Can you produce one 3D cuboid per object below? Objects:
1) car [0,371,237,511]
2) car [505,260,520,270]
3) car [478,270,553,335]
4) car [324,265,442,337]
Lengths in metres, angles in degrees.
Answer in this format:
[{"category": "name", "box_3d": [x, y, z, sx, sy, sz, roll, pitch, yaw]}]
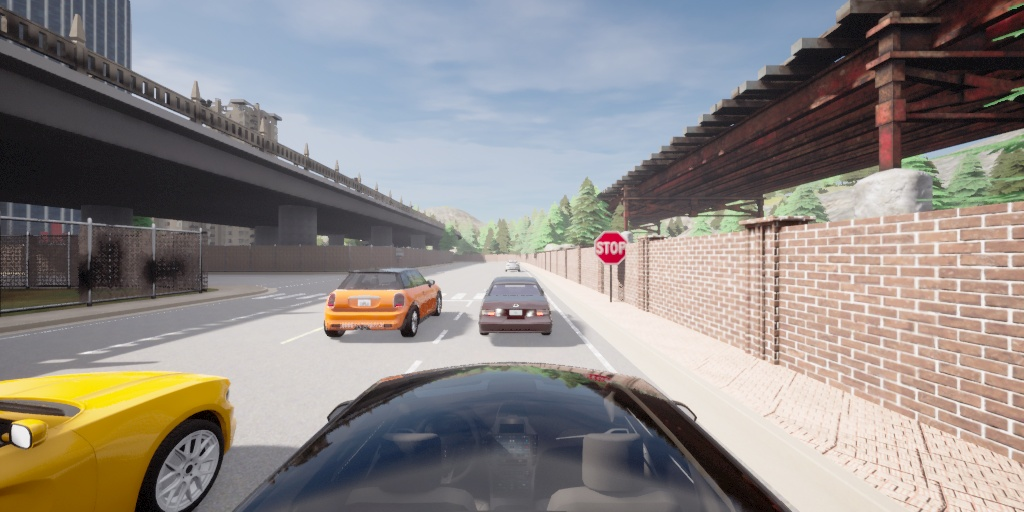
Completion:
[{"category": "car", "box_3d": [-3.397, 1.228, 1.155, 1.882, 1.535, 5.008, 0, 0, 0]}, {"category": "car", "box_3d": [0.085, 1.276, 46.303, 1.812, 1.442, 4.674, 0, 0, -1]}, {"category": "car", "box_3d": [0.082, 1.297, 10.434, 2.033, 1.411, 5.357, 0, 0, 0]}, {"category": "car", "box_3d": [-3.419, 1.102, 10.413, 2.097, 1.767, 4.553, 0, 0, 0]}]
